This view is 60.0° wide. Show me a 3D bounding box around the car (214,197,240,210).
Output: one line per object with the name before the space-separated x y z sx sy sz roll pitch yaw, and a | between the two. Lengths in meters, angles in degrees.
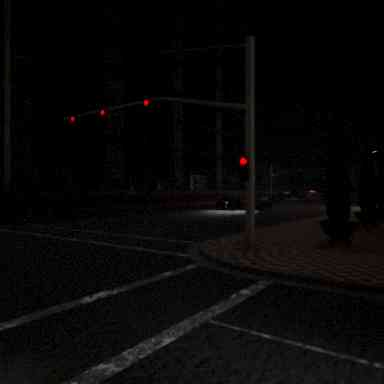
car | 4.729 1.370 42.805 2.097 1.767 4.553 0 0 36

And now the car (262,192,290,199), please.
car | 13.968 1.173 55.410 2.033 1.411 5.357 0 0 36

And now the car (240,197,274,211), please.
car | 8.323 1.616 41.799 1.895 1.301 4.718 0 0 36
